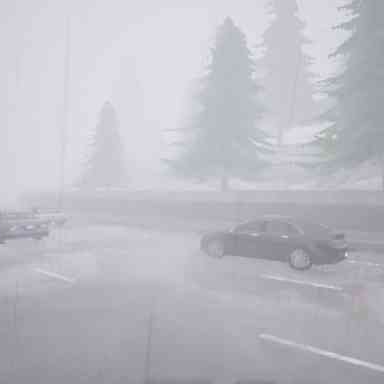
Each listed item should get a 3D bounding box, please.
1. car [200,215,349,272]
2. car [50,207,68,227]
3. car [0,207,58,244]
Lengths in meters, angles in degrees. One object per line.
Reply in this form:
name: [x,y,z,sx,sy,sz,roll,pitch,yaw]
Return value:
car: [2.506,1.539,11.025,4.892,1.490,1.837,0,0,37]
car: [-10.195,1.632,22.254,1.895,1.301,4.718,0,0,-45]
car: [-8.795,1.566,16.008,5.357,1.411,2.033,0,0,43]
